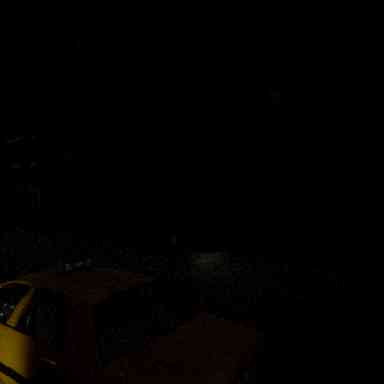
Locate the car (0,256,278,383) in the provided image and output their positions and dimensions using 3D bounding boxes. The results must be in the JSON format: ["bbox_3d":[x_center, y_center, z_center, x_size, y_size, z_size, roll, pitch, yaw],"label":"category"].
[{"bbox_3d":[-1.505,1.437,3.898,4.829,1.417,1.752,1,2,35],"label":"car"}]
